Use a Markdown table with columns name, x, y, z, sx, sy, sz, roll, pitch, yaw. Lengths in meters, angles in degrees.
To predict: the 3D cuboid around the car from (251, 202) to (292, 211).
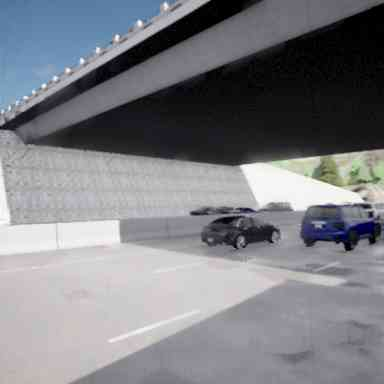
| name | x | y | z | sx | sy | sz | roll | pitch | yaw |
| --- | --- | --- | --- | --- | --- | --- | --- | --- | --- |
| car | 9.698 | 2.148 | 38.787 | 5.566 | 2.045 | 2.150 | 1 | -2 | -45 |

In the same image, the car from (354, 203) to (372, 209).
| name | x | y | z | sx | sy | sz | roll | pitch | yaw |
| --- | --- | --- | --- | --- | --- | --- | --- | --- | --- |
| car | 35.923 | 2.946 | 69.786 | 4.718 | 1.301 | 1.895 | 1 | -2 | -45 |

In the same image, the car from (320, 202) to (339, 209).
| name | x | y | z | sx | sy | sz | roll | pitch | yaw |
| --- | --- | --- | --- | --- | --- | --- | --- | --- | --- |
| car | 30.997 | 3.030 | 74.759 | 5.357 | 1.411 | 2.033 | 1 | -2 | -45 |

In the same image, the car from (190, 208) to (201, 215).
| name | x | y | z | sx | sy | sz | roll | pitch | yaw |
| --- | --- | --- | --- | --- | --- | --- | --- | --- | --- |
| car | 2.080 | 2.679 | 46.005 | 5.357 | 1.411 | 2.033 | 1 | -2 | -45 |

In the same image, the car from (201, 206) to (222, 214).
| name | x | y | z | sx | sy | sz | roll | pitch | yaw |
| --- | --- | --- | --- | --- | --- | --- | --- | --- | --- |
| car | 3.897 | 2.540 | 42.872 | 4.902 | 1.511 | 2.128 | 1 | -2 | -45 |

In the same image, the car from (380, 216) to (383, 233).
| name | x | y | z | sx | sy | sz | roll | pitch | yaw |
| --- | --- | --- | --- | --- | --- | --- | --- | --- | --- |
| car | 9.703 | 1.788 | 13.765 | 5.008 | 1.535 | 1.882 | 1 | -2 | -45 |

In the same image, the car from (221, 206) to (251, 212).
| name | x | y | z | sx | sy | sz | roll | pitch | yaw |
| --- | --- | --- | --- | --- | --- | --- | --- | --- | --- |
| car | 6.037 | 2.497 | 40.064 | 4.674 | 1.442 | 1.812 | 1 | -2 | -45 |

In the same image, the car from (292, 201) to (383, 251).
| name | x | y | z | sx | sy | sz | roll | pitch | yaw |
| --- | --- | --- | --- | --- | --- | --- | --- | --- | --- |
| car | 7.423 | 1.608 | 16.437 | 5.566 | 2.045 | 2.150 | 1 | -2 | -45 |

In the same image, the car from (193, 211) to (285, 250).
| name | x | y | z | sx | sy | sz | roll | pitch | yaw |
| --- | --- | --- | --- | --- | --- | --- | --- | --- | --- |
| car | 2.537 | 1.910 | 16.503 | 4.892 | 1.490 | 1.837 | 1 | -2 | -45 |

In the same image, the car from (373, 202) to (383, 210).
| name | x | y | z | sx | sy | sz | roll | pitch | yaw |
| --- | --- | --- | --- | --- | --- | --- | --- | --- | --- |
| car | 38.418 | 2.805 | 67.334 | 4.674 | 1.442 | 1.812 | 1 | -2 | -45 |

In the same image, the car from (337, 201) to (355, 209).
| name | x | y | z | sx | sy | sz | roll | pitch | yaw |
| --- | --- | --- | --- | --- | --- | --- | --- | --- | --- |
| car | 33.491 | 2.776 | 72.310 | 4.553 | 1.767 | 2.097 | 1 | -2 | -45 |
